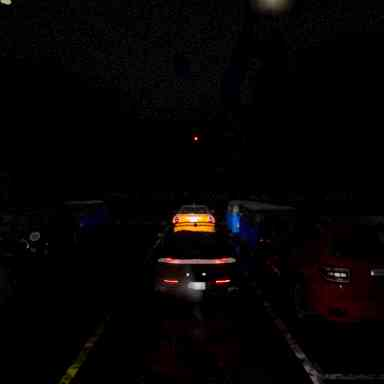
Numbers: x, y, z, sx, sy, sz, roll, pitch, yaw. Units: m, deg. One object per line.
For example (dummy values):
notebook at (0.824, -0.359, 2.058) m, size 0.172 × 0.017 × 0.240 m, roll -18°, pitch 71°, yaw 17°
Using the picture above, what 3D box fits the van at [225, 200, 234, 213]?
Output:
van at (2.743, 1.342, 17.823) m, size 1.690 × 1.788 × 3.998 m, roll 0°, pitch 0°, yaw 0°

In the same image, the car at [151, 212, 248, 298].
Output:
car at (0.094, 1.492, 8.471) m, size 2.128 × 1.511 × 4.902 m, roll 0°, pitch 0°, yaw 0°

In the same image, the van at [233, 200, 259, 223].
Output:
van at (2.749, 1.342, 12.385) m, size 1.690 × 1.788 × 3.998 m, roll 0°, pitch 0°, yaw 0°

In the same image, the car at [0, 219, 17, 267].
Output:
car at (-5.770, 1.525, 6.769) m, size 1.752 × 1.417 × 4.829 m, roll 0°, pitch 0°, yaw 0°

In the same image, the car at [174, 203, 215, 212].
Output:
car at (0.120, 1.353, 17.520) m, size 2.097 × 1.767 × 4.553 m, roll 0°, pitch 0°, yaw 1°

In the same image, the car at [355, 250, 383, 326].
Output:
car at (2.761, 1.440, 1.510) m, size 1.967 × 1.590 × 4.097 m, roll 0°, pitch 0°, yaw 0°

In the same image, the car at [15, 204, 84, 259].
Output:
car at (-5.776, 1.441, 12.376) m, size 1.967 × 1.590 × 4.097 m, roll 0°, pitch 0°, yaw 0°

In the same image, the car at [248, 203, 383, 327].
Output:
car at (2.755, 1.315, 6.948) m, size 2.192 × 1.841 × 5.009 m, roll 0°, pitch 0°, yaw 0°

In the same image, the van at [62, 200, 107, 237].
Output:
van at (-5.783, 1.342, 17.814) m, size 1.690 × 1.788 × 3.998 m, roll 0°, pitch 0°, yaw 0°
